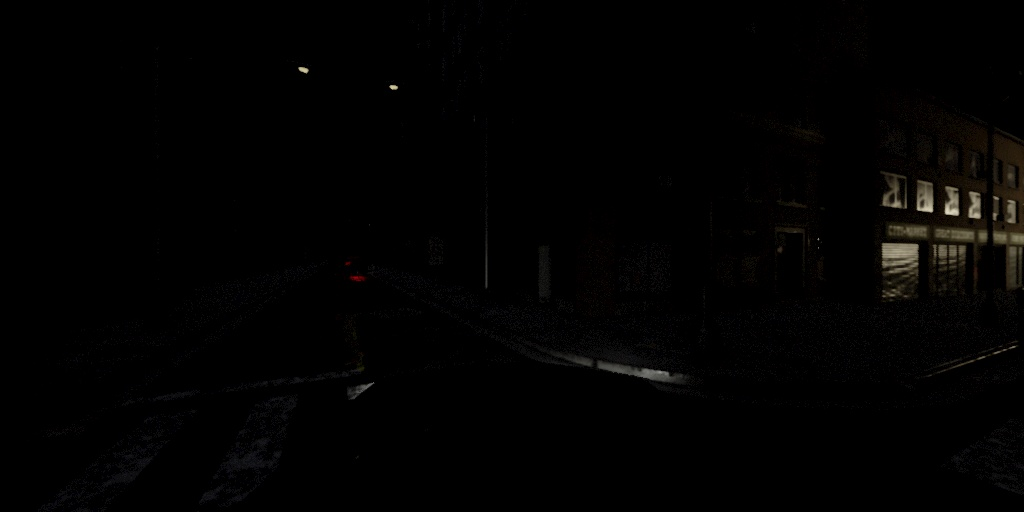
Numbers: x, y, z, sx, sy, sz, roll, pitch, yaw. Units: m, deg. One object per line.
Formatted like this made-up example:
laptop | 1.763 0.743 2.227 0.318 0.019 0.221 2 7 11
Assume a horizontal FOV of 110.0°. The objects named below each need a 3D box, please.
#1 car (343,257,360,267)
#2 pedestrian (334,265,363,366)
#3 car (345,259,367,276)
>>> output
car | -21.671 1.152 48.829 2.150 2.045 5.566 0 0 -26
pedestrian | -3.031 1.068 6.629 0.375 1.860 0.375 0 0 -26
car | -17.210 1.406 39.789 1.837 1.490 4.892 0 0 -25
